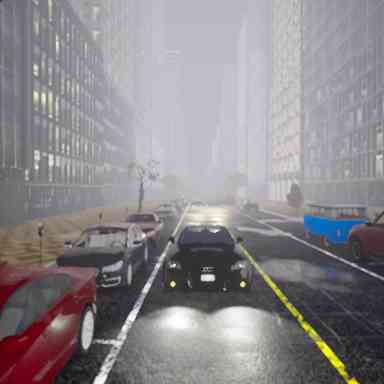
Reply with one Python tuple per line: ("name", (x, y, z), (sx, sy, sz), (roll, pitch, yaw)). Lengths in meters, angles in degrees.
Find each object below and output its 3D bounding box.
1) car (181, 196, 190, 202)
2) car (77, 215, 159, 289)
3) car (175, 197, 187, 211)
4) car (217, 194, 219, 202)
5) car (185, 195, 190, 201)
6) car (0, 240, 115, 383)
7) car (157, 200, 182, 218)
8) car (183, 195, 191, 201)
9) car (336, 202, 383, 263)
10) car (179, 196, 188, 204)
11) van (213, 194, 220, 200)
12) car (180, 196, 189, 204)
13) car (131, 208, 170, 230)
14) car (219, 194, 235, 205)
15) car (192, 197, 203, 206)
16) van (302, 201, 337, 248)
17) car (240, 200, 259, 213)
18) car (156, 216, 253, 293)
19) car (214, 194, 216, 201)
("car", (-1.522, 1.578, 77.235), (1.947, 1.339, 4.313), (-1, 0, 1))
("car", (-2.246, 1.553, 9.034), (2.008, 1.369, 4.403), (-1, 0, 1))
("car", (-1.944, 1.558, 37.451), (2.008, 1.369, 4.403), (-1, 0, 1))
("car", (6.735, 1.326, 65.779), (2.192, 1.841, 5.009), (-1, 0, 1))
("car", (-1.764, 1.450, 54.501), (1.967, 1.590, 4.097), (-1, 0, 1))
("car", (-2.306, 1.545, 3.351), (1.887, 1.381, 4.507), (-1, 0, 1))
("car", (-2.065, 1.556, 26.084), (2.008, 1.369, 4.403), (-1, 0, 1))
("car", (-1.401, 1.562, 88.601), (2.008, 1.369, 4.403), (-1, 0, 1))
("car", (6.132, 1.317, 8.946), (2.192, 1.841, 5.009), (-1, 0, 1))
("car", (-1.644, 1.536, 65.698), (1.752, 1.417, 4.829), (-1, 0, 1))
("van", (7.037, 1.353, 94.195), (1.690, 1.788, 3.998), (-1, 0, 1))
("car", (-1.823, 1.591, 48.817), (1.802, 1.307, 4.206), (-1, 0, 1))
("car", (-2.185, 1.585, 14.718), (1.802, 1.307, 4.206), (-1, 0, 1))
("car", (6.675, 1.326, 60.096), (2.192, 1.841, 5.009), (-1, 0, 1))
("car", (0.961, 1.558, 56.828), (2.033, 1.411, 5.357), (0, 0, 1))
("van", (6.193, 1.344, 14.629), (1.690, 1.788, 3.998), (-1, 0, 1))
("car", (6.436, 1.558, 37.362), (2.008, 1.369, 4.403), (-1, 0, 1))
("car", (0.347, 1.566, 8.758), (1.994, 1.385, 4.181), (0, 0, 1))
("car", (6.858, 1.452, 77.146), (1.967, 1.590, 4.097), (-1, 0, 1))
